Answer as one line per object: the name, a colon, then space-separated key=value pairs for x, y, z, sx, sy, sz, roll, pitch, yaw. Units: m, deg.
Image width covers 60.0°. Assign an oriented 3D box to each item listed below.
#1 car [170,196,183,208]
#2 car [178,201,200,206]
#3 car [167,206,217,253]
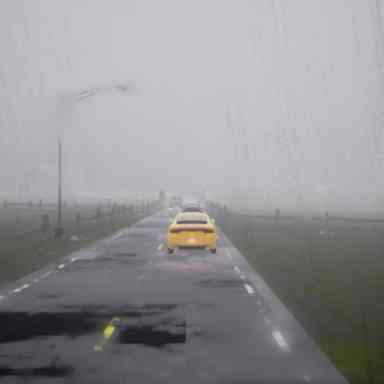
car: x=-2.751 y=1.802 z=59.715 sx=2.150 sy=2.045 sz=5.566 roll=0 pitch=-1 yaw=0
car: x=0.004 y=1.792 z=29.303 sx=1.837 sy=1.490 sz=4.892 roll=0 pitch=0 yaw=0
car: x=0.005 y=1.617 z=14.469 sx=1.882 sy=1.535 sz=5.008 roll=0 pitch=0 yaw=0
